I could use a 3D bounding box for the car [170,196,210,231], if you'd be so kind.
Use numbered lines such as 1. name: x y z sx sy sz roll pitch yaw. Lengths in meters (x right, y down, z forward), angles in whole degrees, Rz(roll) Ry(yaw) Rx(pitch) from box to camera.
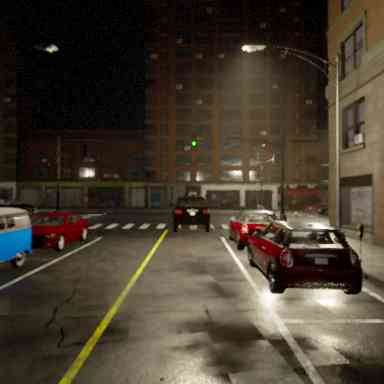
1. car: -0.180 1.246 20.960 2.150 2.045 5.566 0 1 -5

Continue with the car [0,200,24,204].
1. car: -16.514 1.490 27.174 4.718 1.301 1.895 0 -1 1

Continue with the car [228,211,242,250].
1. car: 2.673 1.469 14.289 1.967 1.590 4.097 1 0 0

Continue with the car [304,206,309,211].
1. car: 14.655 1.811 36.945 4.181 1.385 1.994 0 -1 0

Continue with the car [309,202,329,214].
1. car: 15.182 1.760 33.681 5.357 1.411 2.033 0 -1 1

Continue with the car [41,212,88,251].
1. car: -5.853 1.574 14.288 1.887 1.381 4.507 1 0 0

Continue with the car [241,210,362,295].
1. car: 2.674 1.458 8.806 1.967 1.590 4.097 1 0 0

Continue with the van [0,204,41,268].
1. van: -5.850 1.359 8.806 1.690 1.788 3.998 1 0 0
